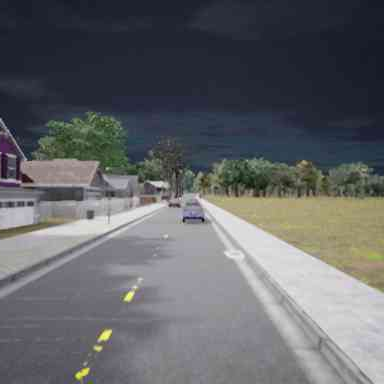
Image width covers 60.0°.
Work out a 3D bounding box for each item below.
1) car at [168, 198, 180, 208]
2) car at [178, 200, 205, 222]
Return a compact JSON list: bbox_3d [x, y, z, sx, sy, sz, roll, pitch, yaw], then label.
[{"bbox_3d":[-2.801,1.762,53.675,1.882,1.535,5.008,0,0,0],"label":"car"},{"bbox_3d":[0.111,1.701,27.882,2.033,1.411,5.357,0,0,0],"label":"car"}]
